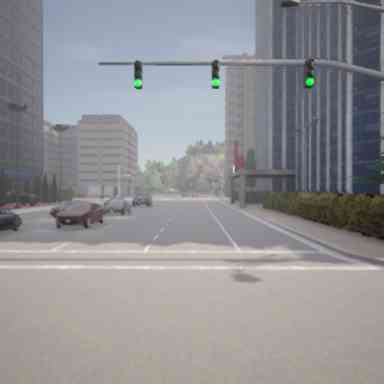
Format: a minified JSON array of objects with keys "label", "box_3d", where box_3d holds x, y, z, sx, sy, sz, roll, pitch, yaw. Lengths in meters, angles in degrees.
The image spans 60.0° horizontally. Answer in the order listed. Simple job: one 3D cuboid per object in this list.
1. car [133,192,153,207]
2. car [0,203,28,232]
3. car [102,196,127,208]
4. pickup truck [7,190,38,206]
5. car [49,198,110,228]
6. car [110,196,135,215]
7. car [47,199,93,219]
[{"label":"car","box_3d":[-6.720,0.986,45.516,2.150,2.045,5.566,0,0,1]},{"label":"car","box_3d":[-10.549,1.476,17.068,1.994,1.385,4.181,0,0,1]},{"label":"car","box_3d":[-10.235,1.317,44.592,2.033,1.411,5.357,0,0,1]},{"label":"pickup truck","box_3d":[-23.313,0.835,43.367,2.390,2.098,6.274,0,0,31]},{"label":"car","box_3d":[-7.009,1.367,21.356,1.882,1.535,5.008,0,0,1]},{"label":"car","box_3d":[-6.909,1.364,31.199,1.812,1.442,4.674,0,0,1]},{"label":"car","box_3d":[-10.433,1.398,28.945,2.033,1.411,5.357,0,0,1]}]
